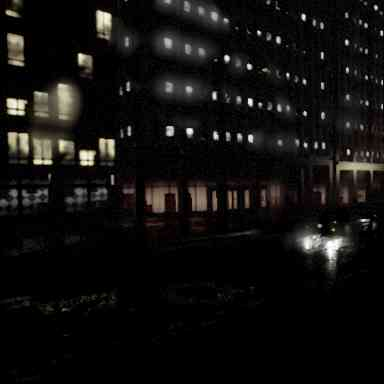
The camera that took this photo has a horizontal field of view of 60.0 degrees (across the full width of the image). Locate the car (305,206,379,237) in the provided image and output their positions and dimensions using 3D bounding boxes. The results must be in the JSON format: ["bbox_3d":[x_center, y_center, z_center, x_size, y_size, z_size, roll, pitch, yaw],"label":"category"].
[{"bbox_3d":[7.778,1.425,17.186,4.181,1.385,1.994,0,0,-35],"label":"car"}]
